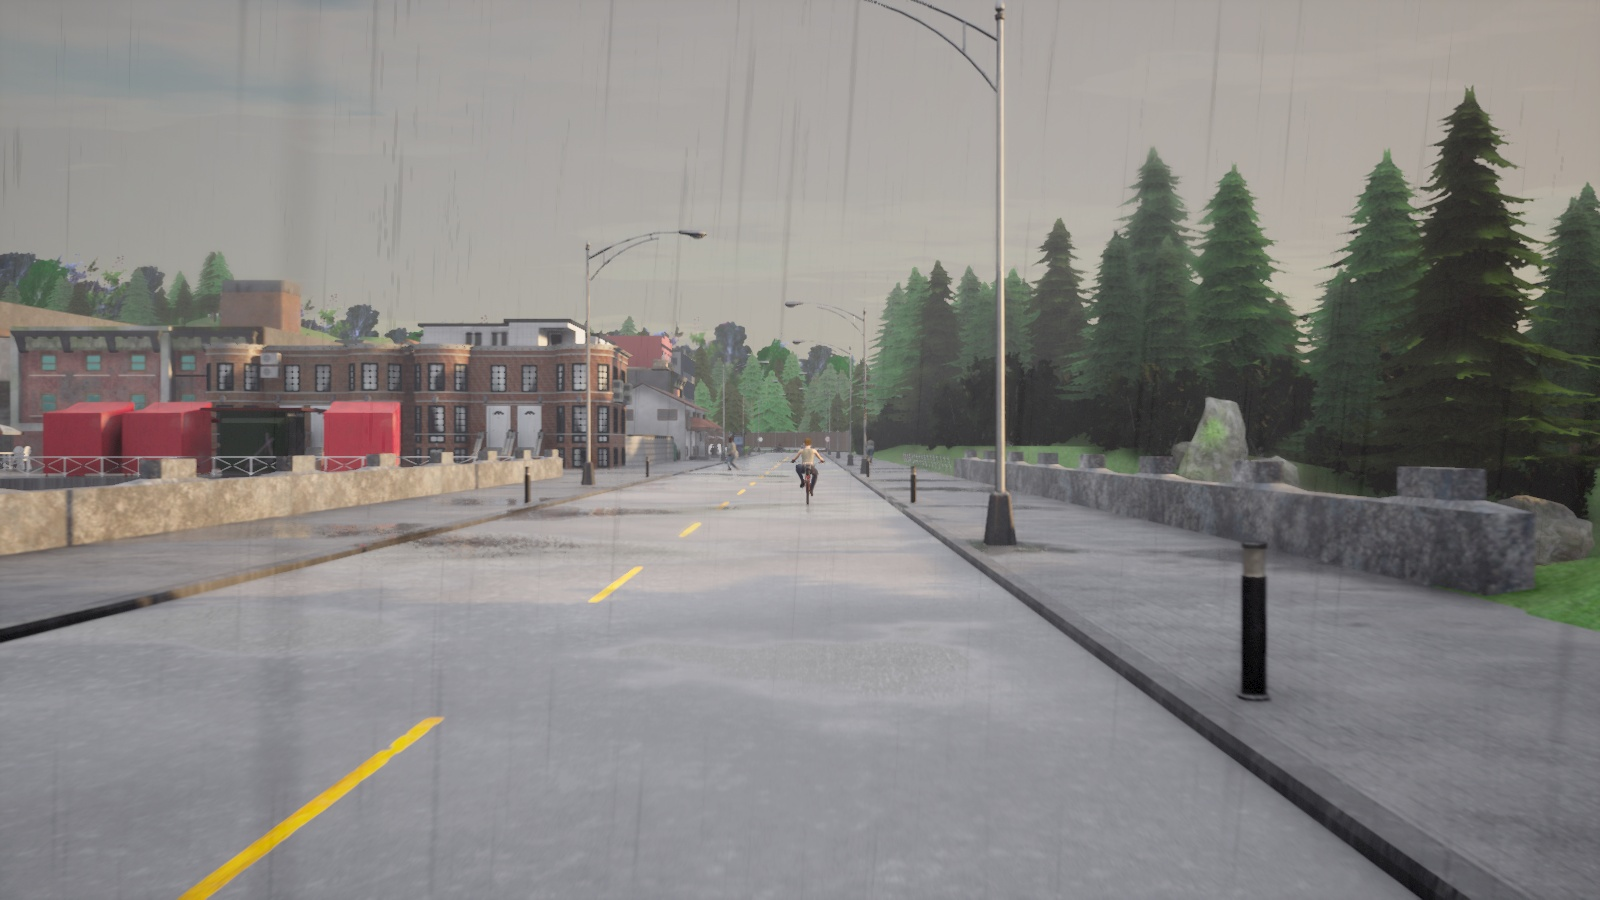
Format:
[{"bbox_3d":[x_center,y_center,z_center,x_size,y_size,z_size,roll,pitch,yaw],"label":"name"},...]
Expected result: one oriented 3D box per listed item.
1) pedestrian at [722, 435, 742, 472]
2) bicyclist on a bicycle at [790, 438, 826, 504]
[{"bbox_3d":[-3.472,0.182,64.123,0.900,1.855,0.874,0,0,-8],"label":"pedestrian"},{"bbox_3d":[0.193,0.507,31.291,0.866,1.612,1.509,0,0,0],"label":"bicyclist on a bicycle"}]
